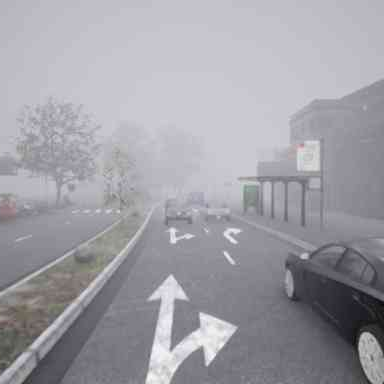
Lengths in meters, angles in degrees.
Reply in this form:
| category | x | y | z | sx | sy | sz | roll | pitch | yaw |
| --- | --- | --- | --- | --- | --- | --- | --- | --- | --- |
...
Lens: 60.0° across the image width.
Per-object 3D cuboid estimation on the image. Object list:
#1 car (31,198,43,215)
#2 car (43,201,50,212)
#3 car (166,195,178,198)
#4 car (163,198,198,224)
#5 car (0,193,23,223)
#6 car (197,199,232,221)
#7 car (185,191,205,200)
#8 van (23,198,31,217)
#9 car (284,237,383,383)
| category | x | y | z | sx | sy | sz | roll | pitch | yaw |
| --- | --- | --- | --- | --- | --- | --- | --- | --- | --- |
| car | -15.326 | 1.191 | 27.533 | 4.553 | 1.767 | 2.185 | 0 | 1 | -5 |
| car | -15.552 | 1.289 | 30.280 | 4.892 | 1.521 | 2.231 | 0 | 1 | -6 |
| car | -2.458 | 1.189 | 41.324 | 1.837 | 1.490 | 4.892 | 0 | 1 | -4 |
| car | -1.029 | 1.402 | 23.508 | 2.033 | 1.411 | 5.357 | 0 | 1 | -5 |
| car | -14.791 | 1.121 | 22.056 | 5.566 | 2.045 | 2.435 | 0 | 1 | -5 |
| car | 1.683 | 1.430 | 25.449 | 1.895 | 1.301 | 4.718 | 0 | 0 | -5 |
| car | 0.413 | 0.897 | 41.437 | 2.150 | 2.045 | 5.566 | 0 | 1 | -4 |
| van | -14.915 | 1.118 | 24.802 | 4.442 | 1.987 | 1.878 | 0 | 1 | -5 |
| car | 2.930 | 1.452 | 5.204 | 2.097 | 1.535 | 5.008 | 0 | 0 | -1 |
